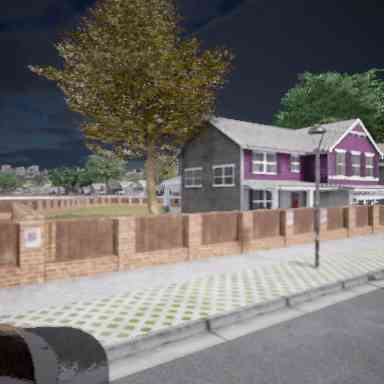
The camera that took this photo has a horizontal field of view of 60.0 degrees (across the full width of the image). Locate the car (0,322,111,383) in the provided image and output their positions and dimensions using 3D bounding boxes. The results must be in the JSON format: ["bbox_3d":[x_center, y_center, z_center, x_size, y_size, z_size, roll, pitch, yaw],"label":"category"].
[{"bbox_3d":[-2.650,1.505,1.169,4.892,1.490,1.837,0,0,-35],"label":"car"}]
